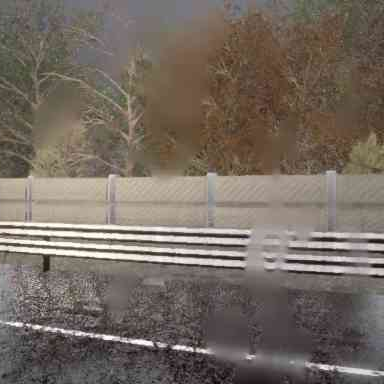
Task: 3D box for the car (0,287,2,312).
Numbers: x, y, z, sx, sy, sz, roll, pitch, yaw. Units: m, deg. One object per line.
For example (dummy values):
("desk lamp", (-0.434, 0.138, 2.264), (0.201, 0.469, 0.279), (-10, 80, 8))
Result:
("car", (-5.470, 1.221, 4.783), (5.566, 2.045, 2.150), (0, 0, 18))
